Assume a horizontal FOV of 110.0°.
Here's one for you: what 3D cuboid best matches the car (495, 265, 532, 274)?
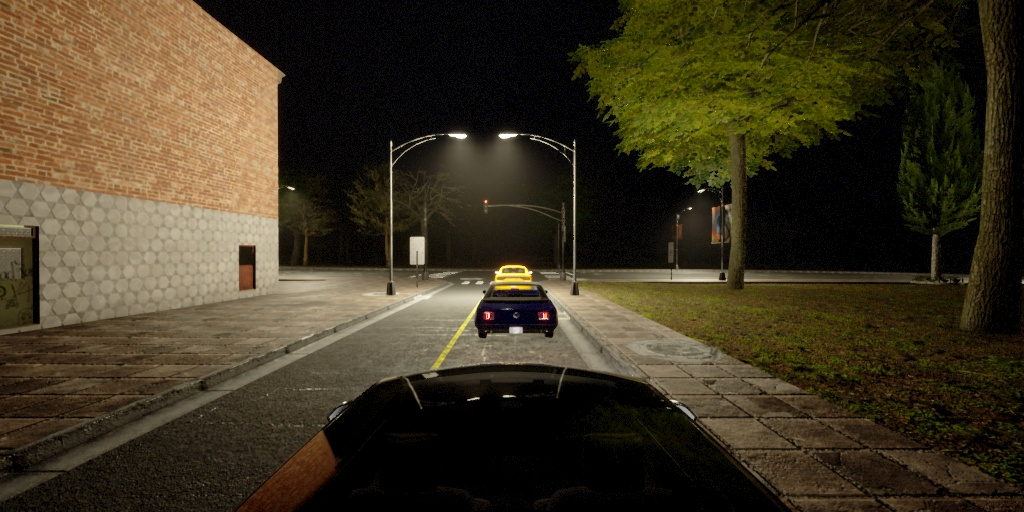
[{"bbox_3d":[0.091,1.254,19.485,1.882,1.535,5.008,0,0,1],"label":"car"}]

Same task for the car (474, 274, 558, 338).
[{"bbox_3d":[0.094,1.356,10.141,1.895,1.301,4.718,0,0,0],"label":"car"}]
